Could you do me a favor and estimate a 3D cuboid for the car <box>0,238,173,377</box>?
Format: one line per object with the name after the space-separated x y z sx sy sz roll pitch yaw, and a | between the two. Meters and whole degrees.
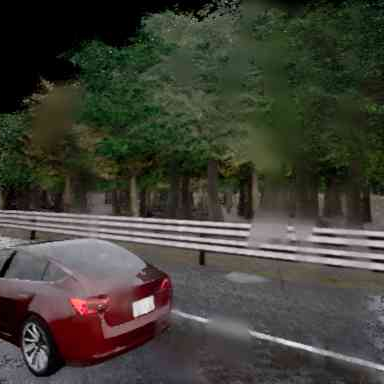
-2.517 1.533 5.676 4.792 1.488 2.163 0 0 36 | car
